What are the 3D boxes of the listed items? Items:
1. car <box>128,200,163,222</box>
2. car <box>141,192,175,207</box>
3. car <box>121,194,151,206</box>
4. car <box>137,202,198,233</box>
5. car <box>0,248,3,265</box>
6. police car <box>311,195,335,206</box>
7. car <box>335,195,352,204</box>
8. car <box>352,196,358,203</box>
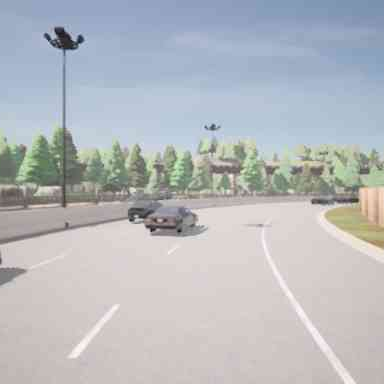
[{"bbox_3d":[-3.144,1.416,25.032,1.837,1.490,4.892,0,0,16],"label":"car"},{"bbox_3d":[-4.937,1.053,49.070,2.150,2.045,5.566,0,0,28],"label":"car"},{"bbox_3d":[-8.374,1.168,49.898,2.097,1.767,4.553,0,0,28],"label":"car"},{"bbox_3d":[-1.062,1.485,19.272,2.033,1.411,5.357,0,0,13],"label":"car"},{"bbox_3d":[-6.379,1.514,7.611,1.994,1.385,4.181,0,0,5],"label":"car"},{"bbox_3d":[21.438,1.348,55.209,1.930,1.638,5.238,0,0,40],"label":"police car"},{"bbox_3d":[27.246,1.433,61.514,4.892,1.490,1.837,0,0,-45],"label":"car"},{"bbox_3d":[31.066,1.411,65.057,5.008,1.535,1.882,0,0,-41],"label":"car"}]
